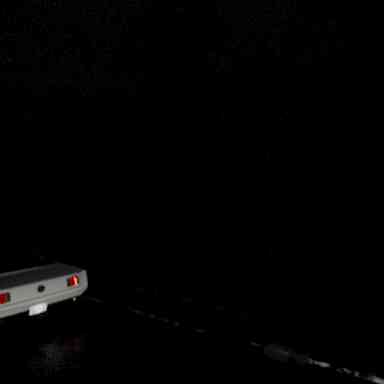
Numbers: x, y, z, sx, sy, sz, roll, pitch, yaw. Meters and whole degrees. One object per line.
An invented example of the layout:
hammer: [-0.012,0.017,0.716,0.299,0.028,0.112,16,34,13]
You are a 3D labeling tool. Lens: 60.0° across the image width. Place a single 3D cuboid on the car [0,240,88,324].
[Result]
car: [-4.337,1.650,6.771,4.718,1.301,1.895,0,0,36]
